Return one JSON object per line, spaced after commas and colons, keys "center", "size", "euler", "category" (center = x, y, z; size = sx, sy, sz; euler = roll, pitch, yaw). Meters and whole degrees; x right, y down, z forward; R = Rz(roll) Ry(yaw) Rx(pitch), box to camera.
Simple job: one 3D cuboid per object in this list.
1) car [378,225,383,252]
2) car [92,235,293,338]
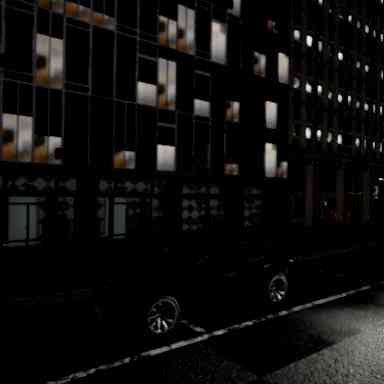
{"center": [9.503, 1.497, 13.334], "size": [5.009, 1.841, 2.192], "euler": [1, 0, -36], "category": "car"}
{"center": [0.239, 1.612, 6.725], "size": [4.313, 1.339, 1.947], "euler": [1, 0, -36], "category": "car"}
